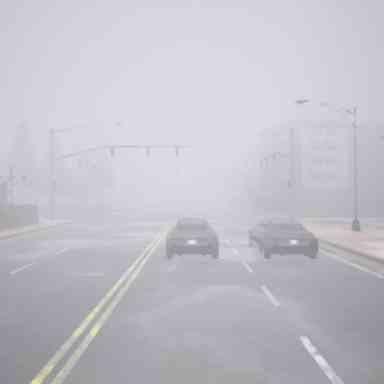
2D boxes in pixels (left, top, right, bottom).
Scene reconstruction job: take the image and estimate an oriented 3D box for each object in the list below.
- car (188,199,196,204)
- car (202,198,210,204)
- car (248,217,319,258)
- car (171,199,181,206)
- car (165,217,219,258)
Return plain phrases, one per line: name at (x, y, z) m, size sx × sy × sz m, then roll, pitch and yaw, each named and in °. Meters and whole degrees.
car at (-0.004, 2.295, 81.554) m, size 1.994 × 1.385 × 4.181 m, roll 0°, pitch -1°, yaw 0°
car at (3.496, 2.267, 81.569) m, size 2.128 × 1.511 × 4.902 m, roll 0°, pitch -1°, yaw 0°
car at (3.520, 1.716, 13.486) m, size 1.994 × 1.385 × 4.181 m, roll 0°, pitch -1°, yaw 0°
car at (-3.504, 2.307, 70.665) m, size 1.812 × 1.442 × 4.674 m, roll 0°, pitch -1°, yaw 0°
car at (0.019, 1.715, 13.487) m, size 1.994 × 1.385 × 4.181 m, roll 0°, pitch -1°, yaw 0°
